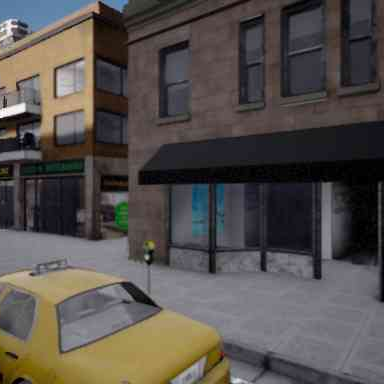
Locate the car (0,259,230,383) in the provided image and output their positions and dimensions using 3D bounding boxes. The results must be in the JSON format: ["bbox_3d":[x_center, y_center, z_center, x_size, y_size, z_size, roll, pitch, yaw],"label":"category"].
[{"bbox_3d":[-1.905,1.526,4.168,4.829,1.417,1.752,0,0,35],"label":"car"}]
